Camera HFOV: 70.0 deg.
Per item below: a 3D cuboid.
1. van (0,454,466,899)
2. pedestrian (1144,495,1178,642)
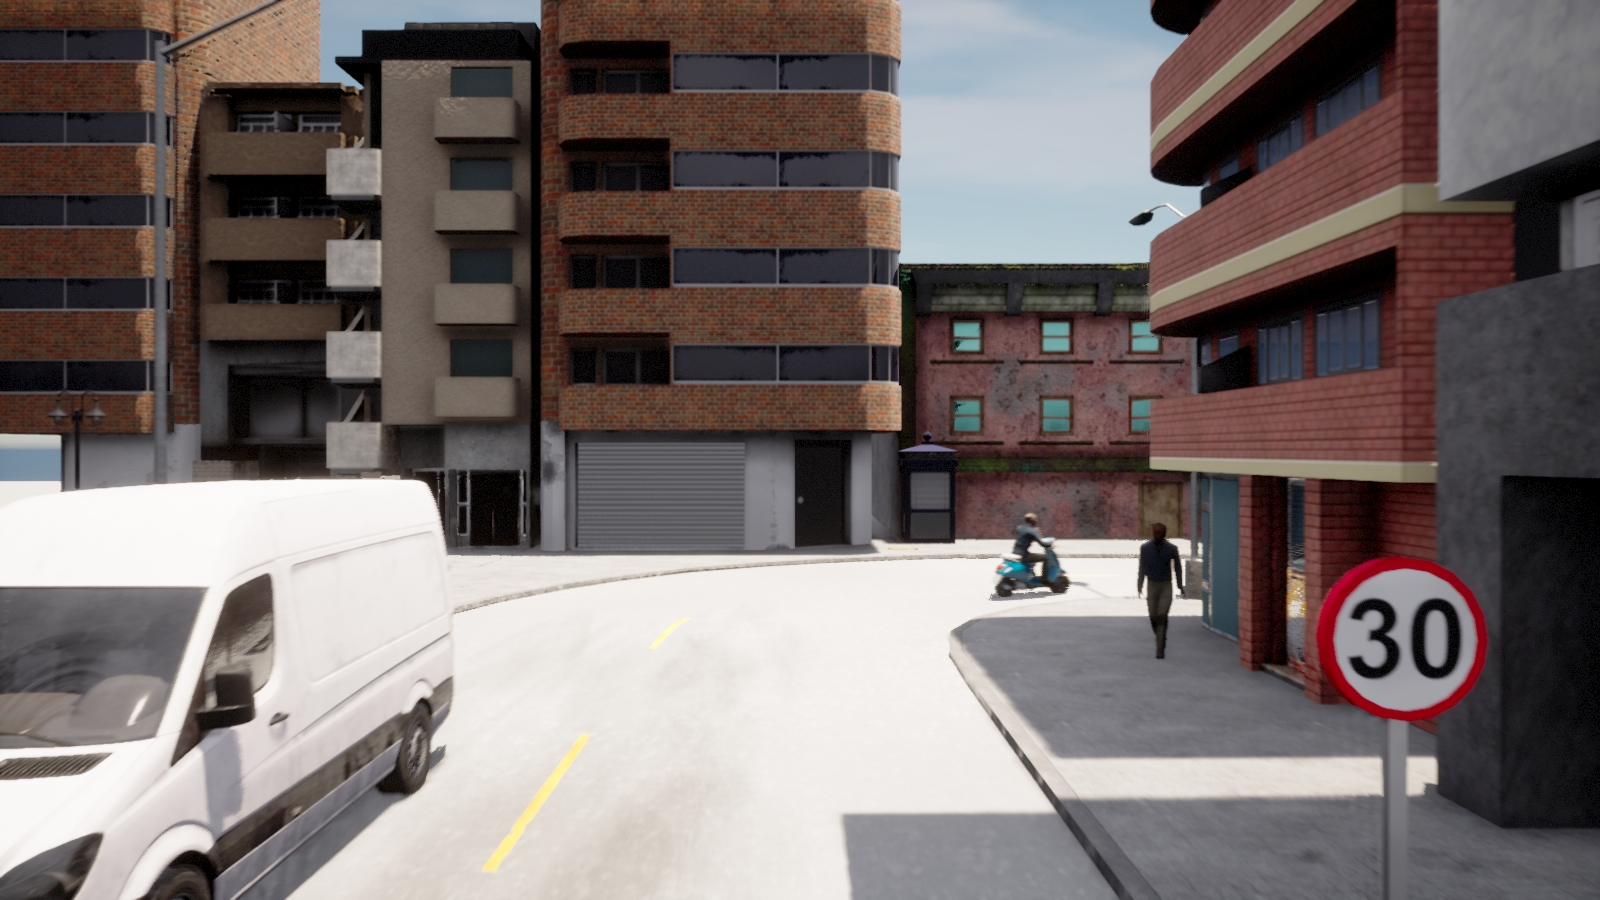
[{"bbox_3d":[-4.082,1.314,7.642,1.988,2.561,5.915,0,0,0],"label":"van"},{"bbox_3d":[4.692,1.524,14.852,0.375,1.860,0.375,0,0,24],"label":"pedestrian"}]
